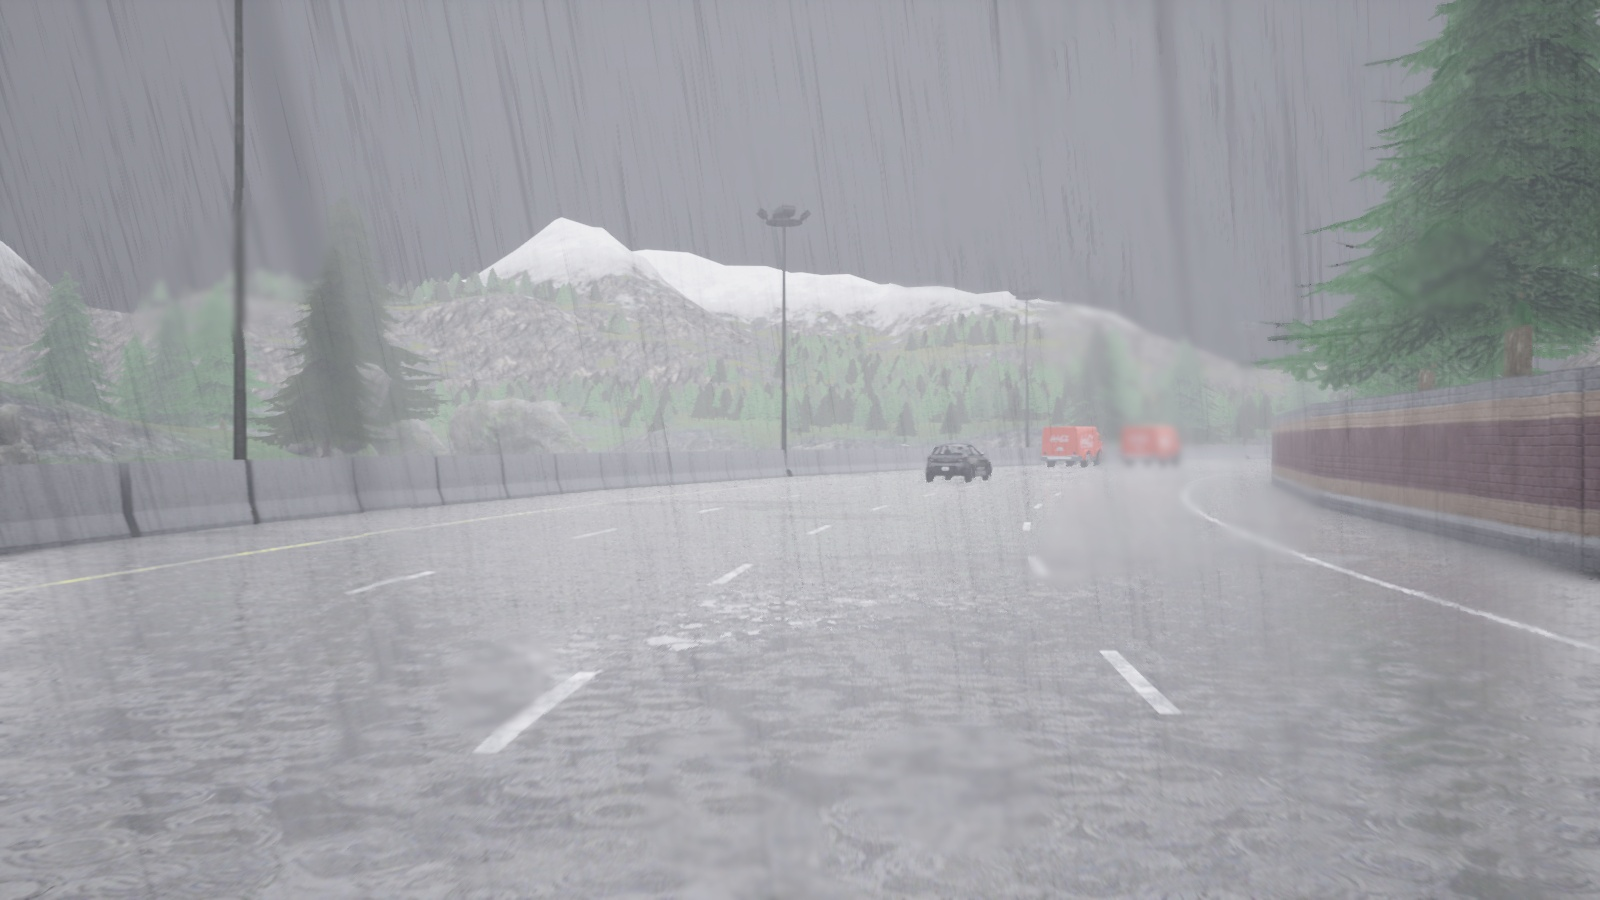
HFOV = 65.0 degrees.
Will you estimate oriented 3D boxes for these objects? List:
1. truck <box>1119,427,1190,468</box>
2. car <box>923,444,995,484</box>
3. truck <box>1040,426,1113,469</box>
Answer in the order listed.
[{"bbox_3d":[21.964,-0.154,77.694,2.627,2.467,5.204,0,0,35],"label":"truck"},{"bbox_3d":[6.202,0.493,48.609,1.816,1.474,4.193,0,0,22],"label":"car"},{"bbox_3d":[16.859,-0.152,76.448,2.627,2.467,5.204,0,0,34],"label":"truck"}]
